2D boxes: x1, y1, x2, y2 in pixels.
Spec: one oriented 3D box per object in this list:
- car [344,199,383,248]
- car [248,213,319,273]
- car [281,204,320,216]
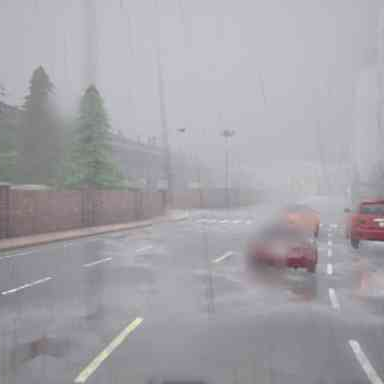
[{"bbox_3d":[8.325,1.348,15.198,2.150,2.045,5.566,0,0,22],"label":"car"},{"bbox_3d":[3.110,1.642,11.177,1.994,1.385,4.181,0,0,19],"label":"car"},{"bbox_3d":[6.269,1.490,19.359,2.097,1.767,4.553,0,0,22],"label":"car"}]
